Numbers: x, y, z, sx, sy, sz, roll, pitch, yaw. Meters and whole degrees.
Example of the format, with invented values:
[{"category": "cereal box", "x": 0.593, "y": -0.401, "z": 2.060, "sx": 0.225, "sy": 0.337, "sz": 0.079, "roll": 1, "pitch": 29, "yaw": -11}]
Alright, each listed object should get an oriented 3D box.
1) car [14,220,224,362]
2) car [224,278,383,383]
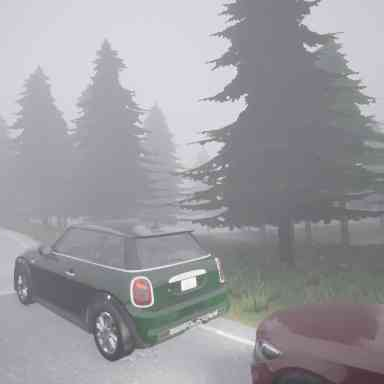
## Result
[{"category": "car", "x": -1.575, "y": 1.308, "z": 6.213, "sx": 4.553, "sy": 1.767, "sz": 2.097, "roll": 1, "pitch": 1, "yaw": 44}, {"category": "car", "x": 2.754, "y": 1.531, "z": 2.592, "sx": 4.674, "sy": 1.442, "sz": 1.812, "roll": 1, "pitch": 0, "yaw": 36}]
